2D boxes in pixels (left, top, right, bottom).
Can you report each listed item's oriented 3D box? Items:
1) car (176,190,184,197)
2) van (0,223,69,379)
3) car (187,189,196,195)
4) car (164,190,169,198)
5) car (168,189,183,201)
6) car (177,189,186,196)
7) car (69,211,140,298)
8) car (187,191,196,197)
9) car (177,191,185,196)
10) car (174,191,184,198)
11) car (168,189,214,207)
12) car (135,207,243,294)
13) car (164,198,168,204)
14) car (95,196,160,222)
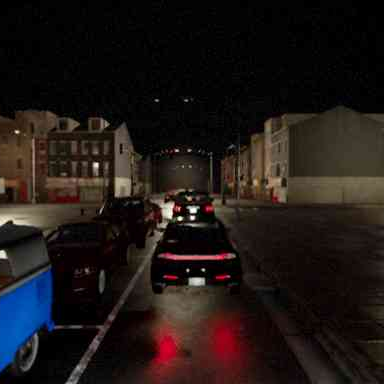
[{"bbox_3d":[-2.764,0.374,77.859,1.752,1.417,4.829,0,1,0],"label":"car"},{"bbox_3d":[-2.648,1.296,2.761,1.690,1.788,3.998,0,1,0],"label":"van"},{"bbox_3d":[-0.132,0.092,86.185,2.128,1.511,4.902,0,1,0],"label":"car"},{"bbox_3d":[-2.715,0.622,45.467,2.192,1.841,5.009,0,1,0],"label":"car"},{"bbox_3d":[-2.732,0.465,56.320,2.192,1.841,5.009,0,1,0],"label":"car"},{"bbox_3d":[-2.782,0.013,88.878,2.192,1.841,5.009,0,1,0],"label":"car"},{"bbox_3d":[-2.655,1.414,8.198,1.887,1.381,4.507,0,1,0],"label":"car"},{"bbox_3d":[-0.117,0.459,76.216,1.895,1.301,4.718,0,1,0],"label":"car"},{"bbox_3d":[-2.772,0.338,83.456,1.947,1.339,4.313,0,1,0],"label":"car"},{"bbox_3d":[-2.755,0.472,72.602,2.008,1.369,4.403,0,1,0],"label":"car"},{"bbox_3d":[0.071,0.931,18.581,2.150,2.045,5.566,0,1,0],"label":"car"},{"bbox_3d":[0.086,1.358,8.393,2.128,1.511,4.902,0,1,0],"label":"car"},{"bbox_3d":[-2.672,1.247,19.064,1.887,1.381,4.507,0,1,0],"label":"car"},{"bbox_3d":[-2.665,1.101,13.627,2.192,1.841,5.009,0,1,0],"label":"car"}]
